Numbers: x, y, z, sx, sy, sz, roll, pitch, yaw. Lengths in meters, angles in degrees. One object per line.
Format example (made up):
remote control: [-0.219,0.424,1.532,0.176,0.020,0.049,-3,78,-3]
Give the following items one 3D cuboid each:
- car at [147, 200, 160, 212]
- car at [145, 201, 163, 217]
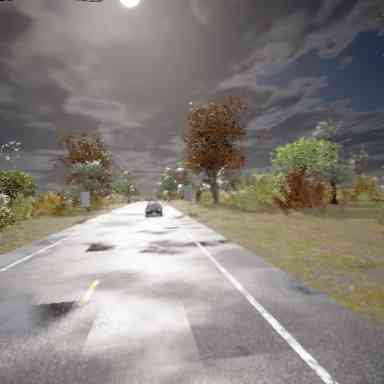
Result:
car: [-5.735,2.014,49.498,1.812,1.442,4.674,-3,0,-6]
car: [-4.213,1.947,36.731,1.895,1.301,4.718,-3,0,-7]
